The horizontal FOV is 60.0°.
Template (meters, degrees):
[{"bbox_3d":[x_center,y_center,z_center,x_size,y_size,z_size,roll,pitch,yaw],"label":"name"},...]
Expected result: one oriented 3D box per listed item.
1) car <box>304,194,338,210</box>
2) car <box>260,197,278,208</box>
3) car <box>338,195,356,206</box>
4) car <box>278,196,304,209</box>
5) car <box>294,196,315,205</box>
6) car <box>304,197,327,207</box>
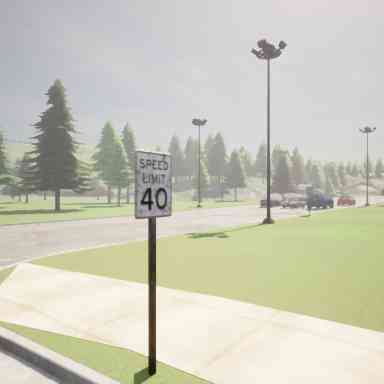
[{"bbox_3d":[17.249,1.225,44.390,2.150,2.045,5.566,0,0,38],"label":"car"},{"bbox_3d":[11.663,1.492,48.603,2.128,1.511,4.902,0,0,37],"label":"car"},{"bbox_3d":[26.007,1.353,55.874,2.097,1.767,4.553,0,0,37],"label":"car"},{"bbox_3d":[14.069,1.602,46.066,1.895,1.301,4.718,0,0,38],"label":"car"},{"bbox_3d":[20.234,1.493,59.849,2.128,1.511,4.902,0,0,37],"label":"car"},{"bbox_3d":[20.288,1.549,54.306,2.033,1.411,5.357,0,0,37],"label":"car"}]
